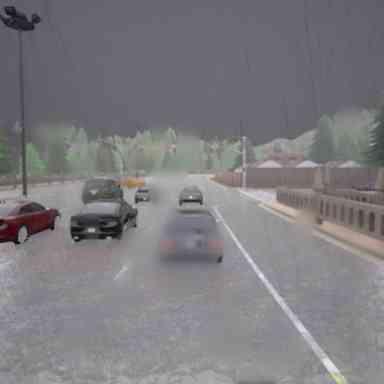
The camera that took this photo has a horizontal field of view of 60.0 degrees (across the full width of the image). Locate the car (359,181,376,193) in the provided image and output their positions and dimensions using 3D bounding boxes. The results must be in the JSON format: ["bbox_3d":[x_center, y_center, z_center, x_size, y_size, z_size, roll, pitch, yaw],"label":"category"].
[{"bbox_3d":[23.273,-0.474,39.323,5.357,1.411,2.033,0,4,2],"label":"car"}]

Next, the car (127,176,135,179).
[{"bbox_3d":[-14.400,-3.029,77.145,2.097,1.767,4.553,0,4,0],"label":"car"}]

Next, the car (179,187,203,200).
[{"bbox_3d":[-0.085,0.250,28.025,1.994,1.385,4.181,0,4,0],"label":"car"}]

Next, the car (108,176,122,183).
[{"bbox_3d":[-17.900,-2.857,77.107,2.128,1.511,4.902,0,4,0],"label":"car"}]

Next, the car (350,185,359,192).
[{"bbox_3d":[23.363,-0.692,42.815,5.357,1.411,2.033,0,4,2],"label":"car"}]

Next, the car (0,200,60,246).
[{"bbox_3d":[-7.007,1.068,13.356,1.882,1.535,5.008,0,4,0],"label":"car"}]

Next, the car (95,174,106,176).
[{"bbox_3d":[-21.400,-3.153,77.039,2.150,2.045,5.566,0,4,0],"label":"car"}]

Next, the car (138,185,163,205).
[{"bbox_3d":[-3.586,0.186,27.878,2.128,1.511,4.902,0,4,0],"label":"car"}]

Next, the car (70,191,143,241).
[{"bbox_3d":[-3.506,1.025,14.087,1.882,1.535,5.008,0,4,0],"label":"car"}]

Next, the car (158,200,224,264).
[{"bbox_3d":[-0.020,1.271,10.905,2.033,1.411,5.357,0,3,0],"label":"car"}]

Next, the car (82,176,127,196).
[{"bbox_3d":[-7.093,-0.012,26.740,2.150,2.045,5.566,0,4,0],"label":"car"}]
